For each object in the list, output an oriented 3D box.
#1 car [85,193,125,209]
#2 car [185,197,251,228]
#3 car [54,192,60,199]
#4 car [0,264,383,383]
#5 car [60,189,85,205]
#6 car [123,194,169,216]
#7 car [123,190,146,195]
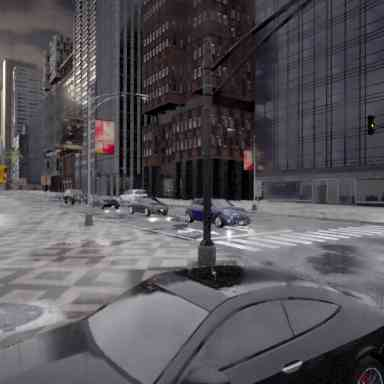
[{"bbox_3d":[-9.703,1.095,36.655,2.033,1.411,5.357,0,1,-35],"label":"car"},{"bbox_3d":[1.531,1.148,20.724,2.097,1.767,4.553,0,1,-35],"label":"car"},{"bbox_3d":[-25.502,0.700,65.012,2.033,1.411,5.357,0,1,-35],"label":"car"},{"bbox_3d":[0.078,1.526,3.150,4.674,1.442,1.812,0,0,-33],"label":"car"},{"bbox_3d":[-15.840,0.635,45.419,2.150,2.045,5.566,0,1,-35],"label":"car"},{"bbox_3d":[-3.760,1.182,28.222,1.837,1.490,4.892,0,1,-35],"label":"car"},{"bbox_3d":[-8.156,0.709,46.064,2.150,2.045,5.566,0,1,-35],"label":"car"}]
